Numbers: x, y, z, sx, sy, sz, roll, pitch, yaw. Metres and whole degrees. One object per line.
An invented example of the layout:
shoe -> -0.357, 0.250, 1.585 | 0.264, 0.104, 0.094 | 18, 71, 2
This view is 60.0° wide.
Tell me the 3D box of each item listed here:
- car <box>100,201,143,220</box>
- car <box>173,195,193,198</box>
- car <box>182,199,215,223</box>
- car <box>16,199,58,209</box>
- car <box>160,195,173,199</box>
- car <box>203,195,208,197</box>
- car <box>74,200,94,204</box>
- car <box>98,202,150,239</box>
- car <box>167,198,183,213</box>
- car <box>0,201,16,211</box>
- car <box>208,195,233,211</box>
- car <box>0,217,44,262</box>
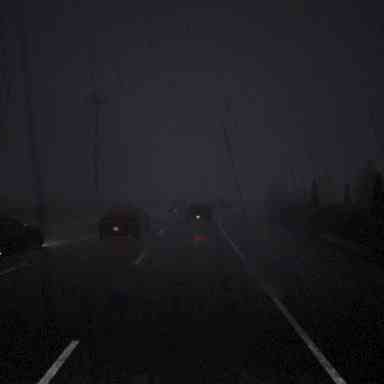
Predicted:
car -> -6.041, 1.550, 29.438 | 2.033, 1.411, 5.357 | 0, 0, 8
car -> -1.462, 1.387, 72.992 | 1.837, 1.490, 4.892 | 0, 0, 31
car -> 0.622, 1.506, 25.652 | 1.837, 1.490, 4.892 | 0, 0, 5
car -> -15.913, 1.529, 35.103 | 1.812, 1.442, 4.674 | 0, 0, 10
car -> -5.331, 1.519, 73.423 | 2.128, 1.511, 4.902 | 0, 0, 31
car -> 3.780, 1.371, 74.631 | 1.882, 1.535, 5.008 | 0, 0, 34
car -> -11.963, 1.567, 37.144 | 1.994, 1.385, 4.181 | 0, 0, 12
car -> -3.355, 1.479, 17.262 | 1.882, 1.535, 5.008 | 0, 0, 1
car -> -1.214, 1.604, 36.716 | 1.895, 1.301, 4.718 | 0, 0, 12
car -> -19.656, 1.567, 33.717 | 1.994, 1.385, 4.181 | 0, 0, 9
car -> 3.799, 1.355, 41.901 | 2.097, 1.767, 4.553 | 0, 0, 16
car -> -6.899, 1.565, 11.605 | 1.994, 1.385, 4.181 | 0, 0, 0
